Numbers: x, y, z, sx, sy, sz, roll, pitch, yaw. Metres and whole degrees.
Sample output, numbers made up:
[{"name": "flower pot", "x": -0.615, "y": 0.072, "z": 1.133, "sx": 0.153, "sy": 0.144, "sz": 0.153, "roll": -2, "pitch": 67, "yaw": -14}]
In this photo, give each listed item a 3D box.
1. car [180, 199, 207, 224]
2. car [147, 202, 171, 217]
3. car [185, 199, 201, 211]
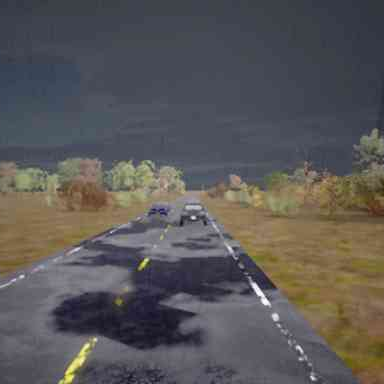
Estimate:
[{"name": "car", "x": 0.097, "y": 1.518, "z": 24.260, "sx": 1.812, "sy": 1.442, "sz": 4.674, "roll": 0, "pitch": 0, "yaw": 0}, {"name": "car", "x": -3.004, "y": 1.594, "z": 31.122, "sx": 1.895, "sy": 1.301, "sz": 4.718, "roll": 0, "pitch": 0, "yaw": 0}, {"name": "car", "x": 0.095, "y": 1.586, "z": 42.107, "sx": 1.895, "sy": 1.301, "sz": 4.718, "roll": 0, "pitch": 0, "yaw": 0}]
